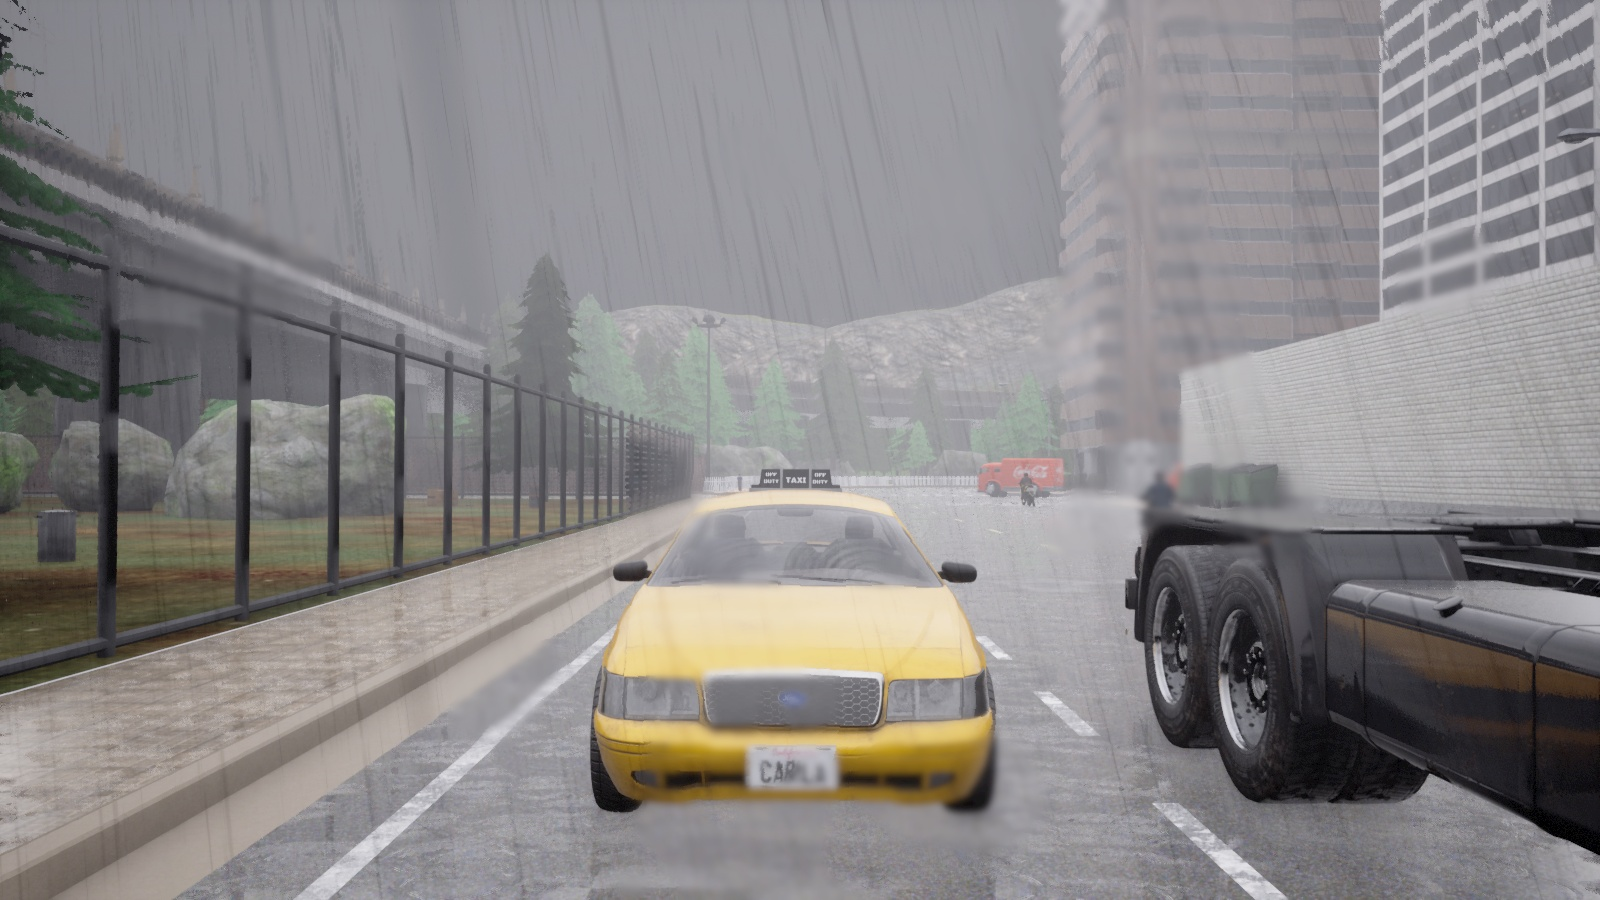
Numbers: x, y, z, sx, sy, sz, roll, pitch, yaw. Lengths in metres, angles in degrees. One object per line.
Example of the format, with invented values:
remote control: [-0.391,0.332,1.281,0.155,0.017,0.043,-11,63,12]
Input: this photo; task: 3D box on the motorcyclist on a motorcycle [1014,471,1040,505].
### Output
motorcyclist on a motorcycle: [10.336,1.714,57.208,0.797,1.523,2.044,0,-1,0]

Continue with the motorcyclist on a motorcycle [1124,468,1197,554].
motorcyclist on a motorcycle: [6.930,1.146,24.242,0.866,1.590,1.817,0,-1,0]

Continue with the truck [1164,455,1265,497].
truck: [24.915,1.556,75.580,5.204,2.467,2.627,0,-1,0]

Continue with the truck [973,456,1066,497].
truck: [13.880,1.648,79.346,5.204,2.467,2.627,-1,0,29]

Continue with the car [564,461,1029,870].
car: [-0.022,0.880,7.560,1.801,1.575,5.366,0,-1,0]

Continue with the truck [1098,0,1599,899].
truck: [3.483,-0.108,4.532,2.891,3.462,7.936,0,-1,0]
